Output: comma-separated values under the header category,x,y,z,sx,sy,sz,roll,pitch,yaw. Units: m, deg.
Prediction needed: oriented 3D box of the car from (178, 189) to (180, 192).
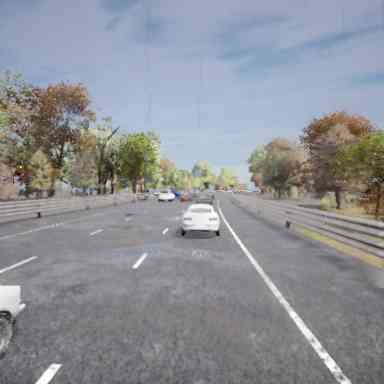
category,x,y,z,sx,sy,sz,roll,pitch,yaw
car,-3.425,0.456,67.570,2.150,2.045,5.566,0,1,6

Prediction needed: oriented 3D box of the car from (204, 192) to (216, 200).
category,x,y,z,sx,sy,sz,roll,pitch,yaw
car,3.548,0.845,66.516,2.128,1.511,4.902,0,1,6

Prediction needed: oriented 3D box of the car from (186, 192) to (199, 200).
category,x,y,z,sx,sy,sz,roll,pitch,yaw
car,0.056,0.792,67.212,2.128,1.511,4.902,0,1,6

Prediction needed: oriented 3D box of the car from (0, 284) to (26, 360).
category,x,y,z,sx,sy,sz,roll,pitch,yaw
car,-3.376,1.562,2.724,1.895,1.301,4.718,0,1,1

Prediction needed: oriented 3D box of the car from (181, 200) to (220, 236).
category,x,y,z,sx,sy,sz,roll,pitch,yaw
car,0.452,1.348,17.193,1.812,1.442,4.674,0,0,2

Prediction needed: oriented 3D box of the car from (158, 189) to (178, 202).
category,x,y,z,sx,sy,sz,roll,pitch,yaw
car,-4.354,0.641,57.227,2.150,2.045,5.566,0,1,5

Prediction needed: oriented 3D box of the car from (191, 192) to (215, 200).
category,x,y,z,sx,sy,sz,roll,pitch,yaw
car,1.418,1.106,38.256,2.128,1.511,4.902,0,1,3

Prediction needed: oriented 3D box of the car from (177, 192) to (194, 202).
category,x,y,z,sx,sy,sz,roll,pitch,yaw
car,-0.834,0.990,57.350,1.994,1.385,4.181,0,1,5
